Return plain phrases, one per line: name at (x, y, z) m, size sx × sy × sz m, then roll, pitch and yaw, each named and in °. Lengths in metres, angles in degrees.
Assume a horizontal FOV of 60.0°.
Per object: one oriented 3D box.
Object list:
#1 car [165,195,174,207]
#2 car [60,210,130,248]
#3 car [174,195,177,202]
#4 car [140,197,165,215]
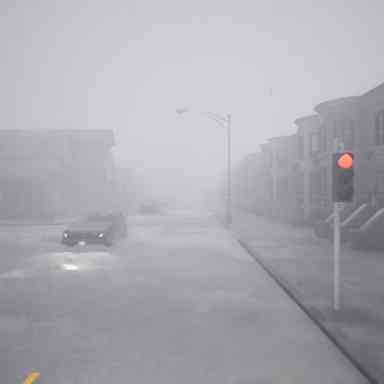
car at (-4.158, 1.522, 50.626) m, size 1.812 × 1.442 × 4.674 m, roll 0°, pitch 0°, yaw 0°
car at (-4.129, 1.546, 15.170) m, size 2.033 × 1.411 × 5.357 m, roll 0°, pitch 0°, yaw 0°
car at (-4.082, 1.427, 66.884) m, size 1.837 × 1.490 × 4.892 m, roll 0°, pitch 0°, yaw 0°
car at (-4.153, 1.475, 34.079) m, size 1.882 × 1.535 × 5.008 m, roll 0°, pitch 0°, yaw 0°
